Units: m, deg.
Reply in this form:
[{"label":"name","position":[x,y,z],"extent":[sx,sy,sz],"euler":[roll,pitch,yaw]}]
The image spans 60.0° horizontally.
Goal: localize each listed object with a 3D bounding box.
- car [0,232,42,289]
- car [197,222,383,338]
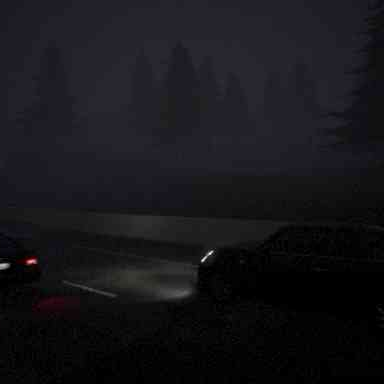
[{"label":"car","position":[-5.909,1.623,8.544],"extent":[5.357,1.411,2.033],"euler":[0,0,39]},{"label":"car","position":[2.308,1.388,6.744],"extent":[4.553,1.767,2.097],"euler":[-1,-1,36]}]
